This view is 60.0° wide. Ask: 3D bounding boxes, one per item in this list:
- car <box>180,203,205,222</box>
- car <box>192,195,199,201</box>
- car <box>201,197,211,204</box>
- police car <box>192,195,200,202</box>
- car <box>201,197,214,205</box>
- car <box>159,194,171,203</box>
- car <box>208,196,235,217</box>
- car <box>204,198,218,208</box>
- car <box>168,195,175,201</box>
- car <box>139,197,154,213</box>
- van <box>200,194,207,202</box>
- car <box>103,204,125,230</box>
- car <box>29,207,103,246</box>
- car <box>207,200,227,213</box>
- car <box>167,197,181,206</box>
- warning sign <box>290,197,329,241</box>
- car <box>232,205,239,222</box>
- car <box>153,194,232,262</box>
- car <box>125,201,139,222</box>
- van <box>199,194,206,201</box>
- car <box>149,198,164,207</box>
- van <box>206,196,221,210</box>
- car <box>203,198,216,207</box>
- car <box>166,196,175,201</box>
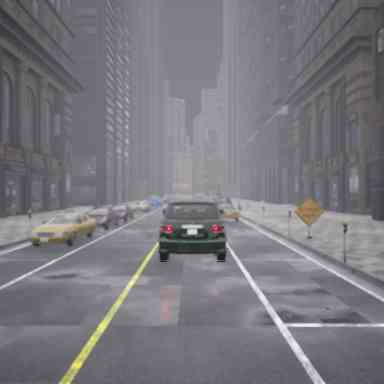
[{"bbox_3d":[0.053,1.646,27.894,1.895,1.301,4.718,0,0,1],"label":"car"},{"bbox_3d":[0.937,1.690,91.412,1.837,1.490,4.892,0,0,0],"label":"car"},{"bbox_3d":[2.789,1.648,66.290,1.752,1.417,4.829,0,0,0],"label":"car"},{"bbox_3d":[0.933,1.584,81.522,1.930,1.638,5.238,0,0,0],"label":"police car"},{"bbox_3d":[2.787,1.661,60.496,2.008,1.369,4.403,0,0,0],"label":"car"},{"bbox_3d":[-5.734,1.450,71.732,2.192,1.841,5.009,0,0,0],"label":"car"},{"bbox_3d":[2.775,1.369,32.410,2.192,1.841,5.009,0,0,0],"label":"car"},{"bbox_3d":[2.782,1.632,49.265,1.887,1.381,4.507,0,0,0],"label":"car"},{"bbox_3d":[-5.726,1.717,94.037,1.752,1.417,4.829,0,0,0],"label":"car"},{"bbox_3d":[-5.747,1.590,37.849,1.752,1.417,4.829,0,0,0],"label":"car"},{"bbox_3d":[2.795,1.504,82.975,1.690,1.788,3.998,0,0,0],"label":"van"},{"bbox_3d":[-5.754,1.615,21.163,1.802,1.307,4.206,0,0,0],"label":"car"},{"bbox_3d":[-5.756,1.548,15.375,1.752,1.417,4.829,0,0,0],"label":"car"},{"bbox_3d":[2.778,1.616,38.028,2.008,1.369,4.403,0,0,0],"label":"car"},{"bbox_3d":[-3.037,1.597,57.914,2.128,1.511,4.902,0,0,0],"label":"car"},{"bbox_3d":[5.073,1.136,14.410,1.300,1.860,1.060,0,0,0],"label":"warning sign"},{"bbox_3d":[2.773,1.569,26.961,1.752,1.417,4.829,0,0,0],"label":"car"},{"bbox_3d":[0.040,1.241,12.368,2.150,2.045,5.566,0,0,1],"label":"car"},{"bbox_3d":[-5.752,1.625,26.782,1.802,1.307,4.206,0,0,0],"label":"car"},{"bbox_3d":[2.797,1.518,88.594,1.690,1.788,3.998,0,0,0],"label":"van"},{"bbox_3d":[-5.741,1.650,54.876,2.008,1.369,4.403,0,0,0],"label":"car"},{"bbox_3d":[2.780,1.417,43.647,1.690,1.788,3.998,0,0,0],"label":"van"},{"bbox_3d":[2.784,1.643,54.883,1.887,1.381,4.507,0,0,0],"label":"car"},{"bbox_3d":[-5.728,1.744,88.588,1.947,1.339,4.313,0,0,0],"label":"car"}]
